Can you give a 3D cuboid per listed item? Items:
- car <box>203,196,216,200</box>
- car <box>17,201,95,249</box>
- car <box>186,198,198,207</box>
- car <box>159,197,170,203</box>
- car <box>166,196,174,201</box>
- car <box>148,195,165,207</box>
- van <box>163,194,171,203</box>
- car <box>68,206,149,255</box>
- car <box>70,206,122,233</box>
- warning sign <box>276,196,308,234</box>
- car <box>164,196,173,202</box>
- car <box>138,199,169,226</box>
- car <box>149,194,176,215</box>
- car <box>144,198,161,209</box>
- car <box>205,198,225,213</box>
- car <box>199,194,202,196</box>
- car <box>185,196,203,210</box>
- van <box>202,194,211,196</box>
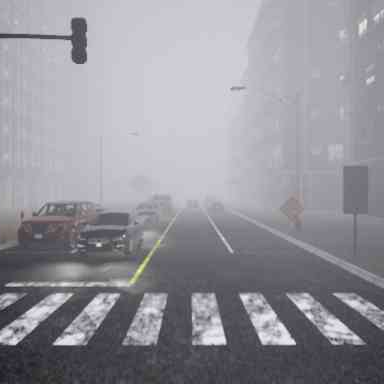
[{"bbox_3d":[2.695,1.580,42.621,1.752,1.417,4.829,0,0,0],"label":"car"},{"bbox_3d":[-5.690,1.331,14.839,2.192,1.841,5.009,0,0,0],"label":"car"},{"bbox_3d":[0.008,1.679,54.443,1.895,1.301,4.718,0,0,0],"label":"car"},{"bbox_3d":[-5.681,1.663,70.067,2.008,1.369,4.403,0,0,0],"label":"car"},{"bbox_3d":[-5.679,1.719,86.635,1.947,1.339,4.313,0,0,0],"label":"car"},{"bbox_3d":[-5.684,1.391,53.498,2.192,1.841,5.009,0,0,0],"label":"car"},{"bbox_3d":[-5.681,1.466,75.590,1.690,1.788,3.998,0,0,0],"label":"van"},{"bbox_3d":[-3.097,1.520,13.482,1.837,1.490,4.892,0,0,0],"label":"car"},{"bbox_3d":[-5.689,1.589,20.362,1.947,1.339,4.313,0,0,0],"label":"car"},{"bbox_3d":[5.071,1.135,16.962,1.300,1.860,1.060,0,0,0],"label":"warning sign"},{"bbox_3d":[-5.680,1.683,81.113,1.887,1.381,4.507,0,0,0],"label":"car"},{"bbox_3d":[-3.091,1.519,23.689,2.128,1.511,4.902,0,0,0],"label":"car"},{"bbox_3d":[-3.080,1.263,34.267,2.150,2.045,5.566,0,0,-1],"label":"car"},{"bbox_3d":[-5.685,1.630,47.976,1.947,1.339,4.313,0,0,0],"label":"car"},{"bbox_3d":[2.695,1.612,36.928,1.947,1.339,4.313,0,0,0],"label":"car"},{"bbox_3d":[2.702,1.704,86.634,2.008,1.369,4.403,0,0,0],"label":"car"},{"bbox_3d":[0.098,1.604,43.765,2.033,1.411,5.357,0,0,0],"label":"car"},{"bbox_3d":[2.696,1.406,47.975,1.690,1.788,3.998,0,0,0],"label":"van"}]
